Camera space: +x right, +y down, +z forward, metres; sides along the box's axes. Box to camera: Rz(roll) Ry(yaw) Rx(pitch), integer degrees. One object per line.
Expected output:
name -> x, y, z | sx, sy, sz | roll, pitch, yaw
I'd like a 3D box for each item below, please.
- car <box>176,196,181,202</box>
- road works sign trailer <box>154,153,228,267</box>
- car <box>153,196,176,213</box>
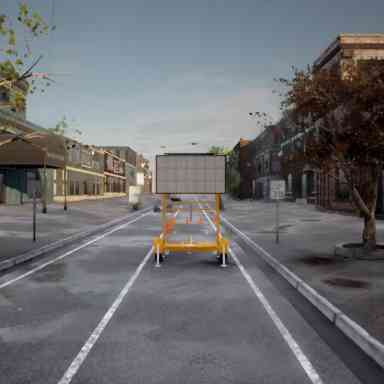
car -> -3.227, 1.456, 67.131 | 1.895, 1.301, 4.718 | 0, 1, 0
road works sign trailer -> -0.037, 0.466, 11.431 | 2.380, 3.560, 2.880 | 0, 0, 0
car -> -3.225, 1.495, 37.040 | 2.128, 1.511, 4.902 | 0, 0, 0
